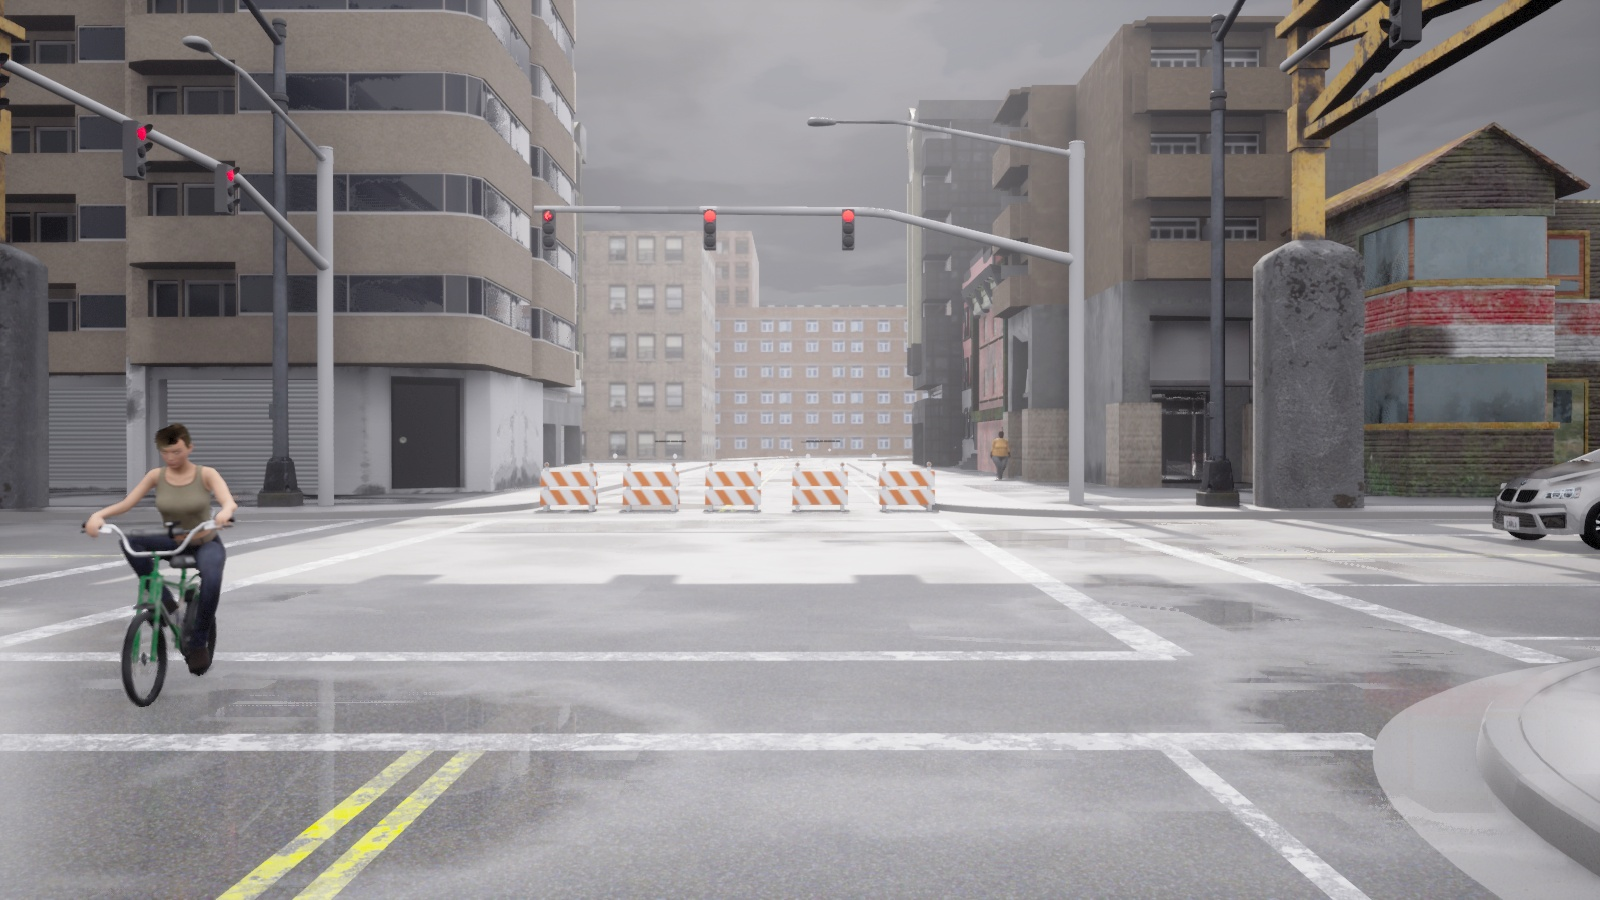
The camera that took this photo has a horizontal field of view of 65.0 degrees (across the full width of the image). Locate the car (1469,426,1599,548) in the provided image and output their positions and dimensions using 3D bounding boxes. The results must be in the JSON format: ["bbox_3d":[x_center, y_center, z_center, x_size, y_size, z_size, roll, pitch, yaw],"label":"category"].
[{"bbox_3d":[12.614,0.498,18.226,4.611,1.667,2.242,0,0,0],"label":"car"}]

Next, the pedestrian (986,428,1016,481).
[{"bbox_3d":[7.178,0.164,44.921,0.874,1.855,0.900,0,0,-3],"label":"pedestrian"}]

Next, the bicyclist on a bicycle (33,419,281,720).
[{"bbox_3d":[-3.786,0.637,7.553,0.866,1.612,1.509,-1,0,-8],"label":"bicyclist on a bicycle"}]
